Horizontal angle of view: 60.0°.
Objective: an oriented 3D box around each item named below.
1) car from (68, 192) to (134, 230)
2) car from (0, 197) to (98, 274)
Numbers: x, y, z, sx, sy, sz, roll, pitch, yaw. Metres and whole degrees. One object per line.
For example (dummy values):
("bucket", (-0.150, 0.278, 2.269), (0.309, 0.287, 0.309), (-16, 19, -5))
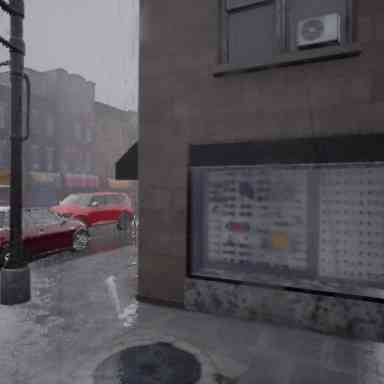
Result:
("car", (-5.210, 1.026, 16.854), (2.150, 2.045, 5.566), (0, 0, 25))
("car", (-5.112, 1.202, 10.258), (2.097, 1.767, 4.553), (1, 1, 14))
